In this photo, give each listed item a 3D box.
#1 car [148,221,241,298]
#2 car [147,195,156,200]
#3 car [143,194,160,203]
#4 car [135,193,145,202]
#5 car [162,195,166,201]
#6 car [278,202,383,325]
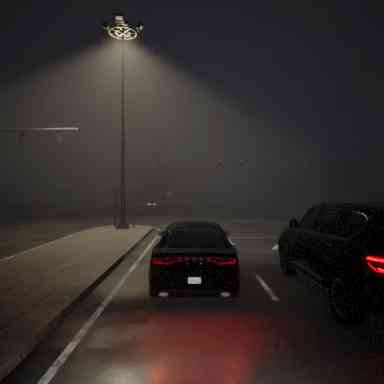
[{"bbox_3d":[0.059,1.477,8.594,1.882,1.535,5.008,0,0,0],"label":"car"},{"bbox_3d":[-11.546,1.496,94.517,1.837,1.490,4.892,0,0,0],"label":"car"},{"bbox_3d":[-8.037,1.506,68.184,2.128,1.511,4.902,0,0,0],"label":"car"},{"bbox_3d":[-11.536,1.222,74.449,2.150,2.045,5.566,0,0,0],"label":"car"},{"bbox_3d":[-8.042,1.549,87.702,1.994,1.385,4.181,0,0,0],"label":"car"},{"bbox_3d":[3.563,1.221,7.248,2.150,2.045,5.566,0,0,0],"label":"car"}]
